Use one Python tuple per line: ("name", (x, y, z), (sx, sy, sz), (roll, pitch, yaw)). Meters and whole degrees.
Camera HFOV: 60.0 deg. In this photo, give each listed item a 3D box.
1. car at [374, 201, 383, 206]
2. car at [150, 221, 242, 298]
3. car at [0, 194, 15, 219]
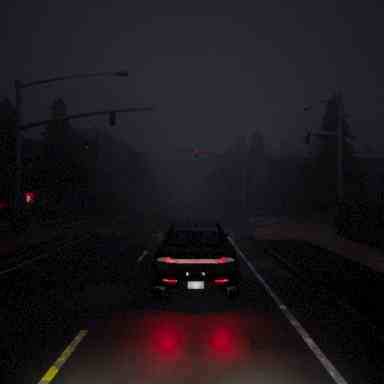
("car", (17.483, 1.463, 29.292), (4.892, 1.490, 1.837), (0, 0, -11))
("car", (0.091, 1.485, 8.487), (2.128, 1.511, 4.902), (0, 0, 1))
("car", (-17.343, 1.216, 26.872), (5.566, 2.045, 2.150), (0, 0, -2))
